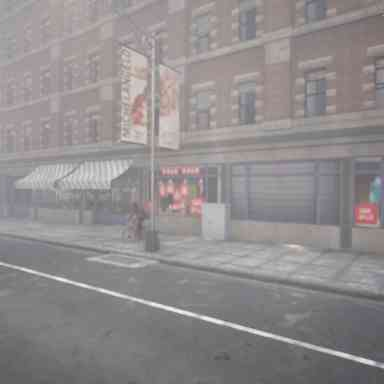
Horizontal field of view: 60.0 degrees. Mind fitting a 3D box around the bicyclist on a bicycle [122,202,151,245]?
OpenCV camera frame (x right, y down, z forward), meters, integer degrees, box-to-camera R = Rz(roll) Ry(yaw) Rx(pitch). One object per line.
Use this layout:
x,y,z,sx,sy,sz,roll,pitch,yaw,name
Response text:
-2.117,1.225,13.017,0.582,1.620,1.656,1,1,35,bicyclist on a bicycle
